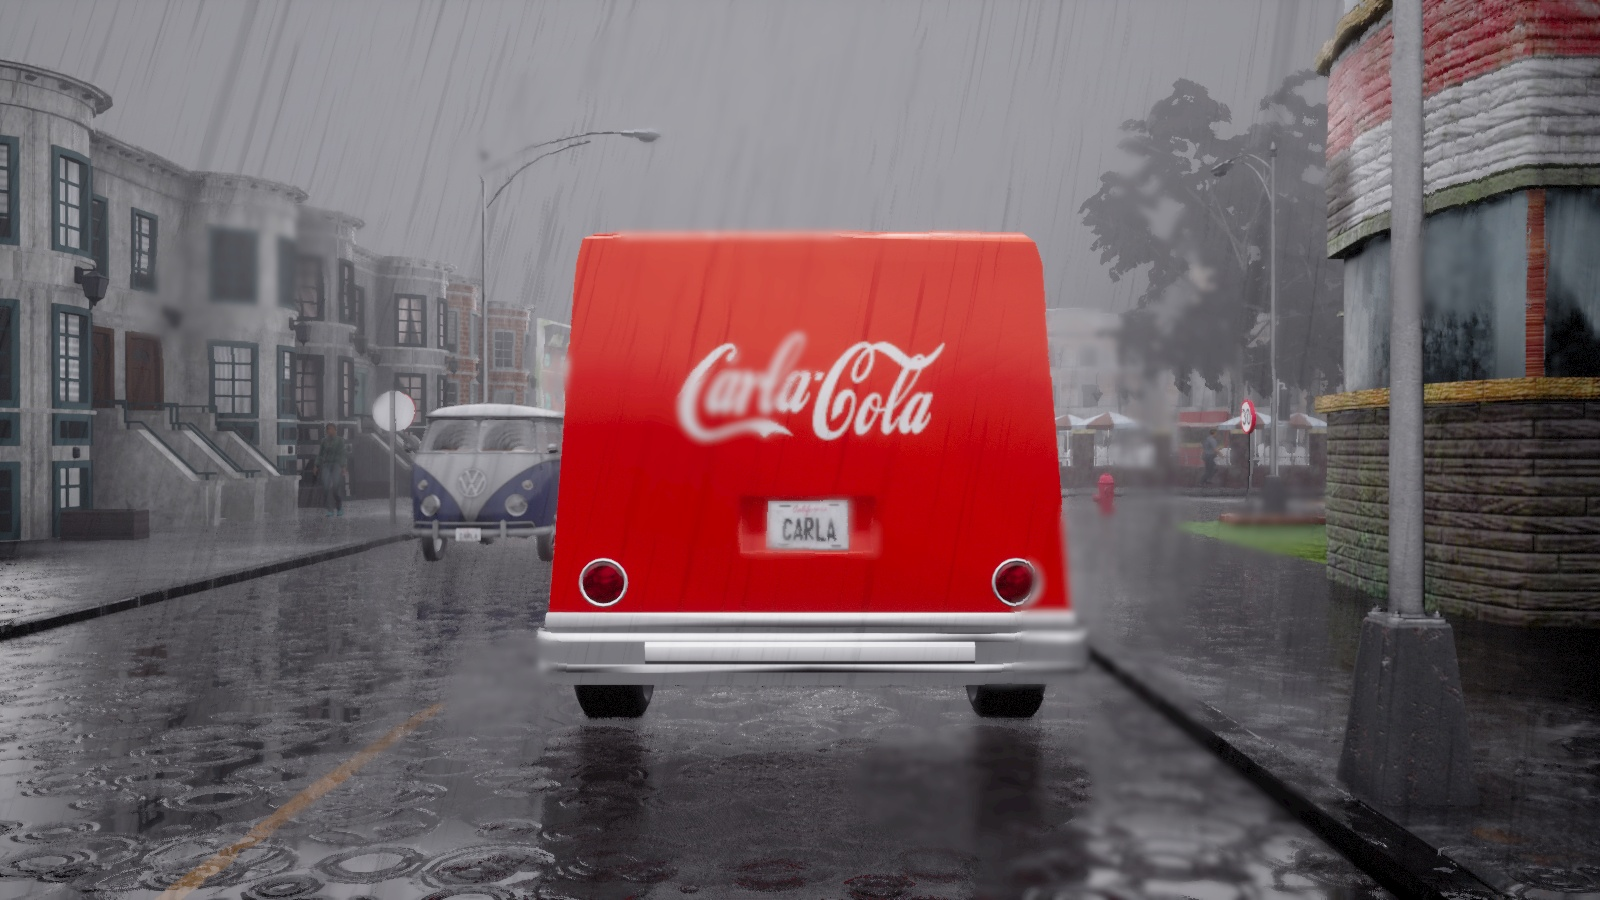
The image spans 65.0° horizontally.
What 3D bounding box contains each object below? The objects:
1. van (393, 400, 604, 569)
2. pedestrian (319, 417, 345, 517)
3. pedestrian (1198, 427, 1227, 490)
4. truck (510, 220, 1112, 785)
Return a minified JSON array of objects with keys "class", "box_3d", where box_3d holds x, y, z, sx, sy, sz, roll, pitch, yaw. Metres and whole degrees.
[{"class":"van","box_3d":[-3.898,0.401,17.022,1.775,1.987,4.442,0,0,0]},{"class":"pedestrian","box_3d":[-8.808,0.315,23.656,0.353,1.847,0.614,0,0,-10]},{"class":"pedestrian","box_3d":[12.323,0.254,37.546,0.694,1.848,0.540,0,0,3]},{"class":"truck","box_3d":[0.060,0.214,8.087,2.627,2.467,5.204,0,0,0]}]
